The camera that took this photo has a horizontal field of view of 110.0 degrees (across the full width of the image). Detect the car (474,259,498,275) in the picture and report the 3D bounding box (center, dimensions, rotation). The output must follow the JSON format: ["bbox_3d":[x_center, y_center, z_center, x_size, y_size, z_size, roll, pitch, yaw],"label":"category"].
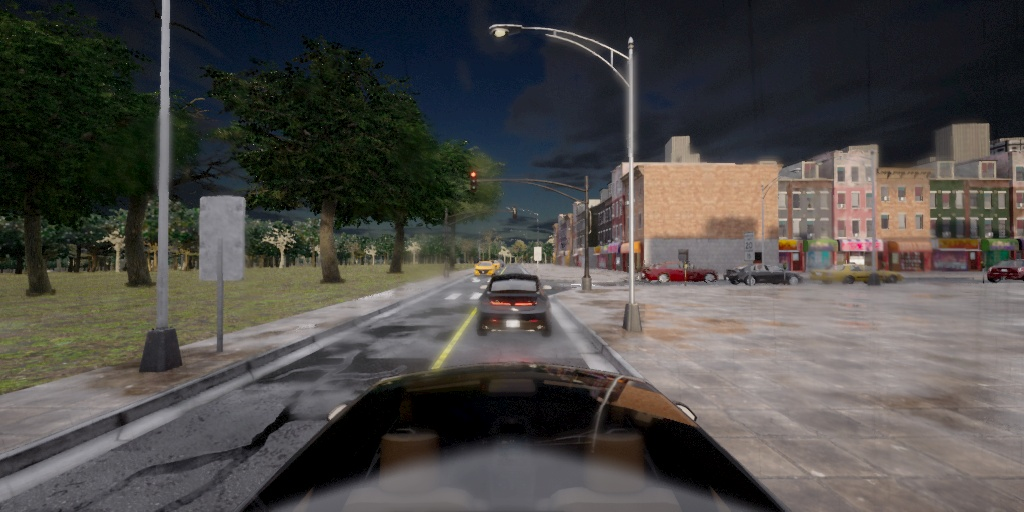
[{"bbox_3d":[-2.765,1.286,37.175,1.882,1.535,5.008,0,0,0],"label":"car"}]

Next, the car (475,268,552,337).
[{"bbox_3d":[0.104,1.261,10.382,1.837,1.490,4.892,0,0,2],"label":"car"}]

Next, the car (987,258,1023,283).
[{"bbox_3d":[32.553,0.900,22.286,4.097,1.591,1.967,0,0,0],"label":"car"}]

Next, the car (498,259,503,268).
[{"bbox_3d":[-2.726,1.362,51.721,1.882,1.535,5.008,0,0,0],"label":"car"}]

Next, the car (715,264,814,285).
[{"bbox_3d":[15.530,1.139,22.215,4.403,1.370,2.007,0,0,0],"label":"car"}]

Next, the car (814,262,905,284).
[{"bbox_3d":[21.375,1.069,22.240,4.829,1.417,1.751,0,0,0],"label":"car"}]

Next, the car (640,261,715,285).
[{"bbox_3d":[11.462,1.133,24.668,5.008,1.535,1.882,0,-1,-1],"label":"car"}]
